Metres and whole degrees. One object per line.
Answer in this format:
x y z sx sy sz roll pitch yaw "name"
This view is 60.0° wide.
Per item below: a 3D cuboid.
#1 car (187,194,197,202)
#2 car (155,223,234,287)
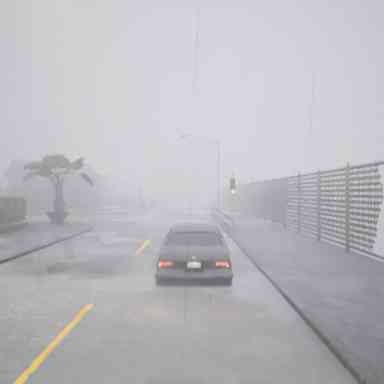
0.002 1.573 86.871 2.150 2.045 5.566 0 0 0 "car"
0.067 1.586 9.492 2.033 1.411 5.357 0 0 1 "car"
